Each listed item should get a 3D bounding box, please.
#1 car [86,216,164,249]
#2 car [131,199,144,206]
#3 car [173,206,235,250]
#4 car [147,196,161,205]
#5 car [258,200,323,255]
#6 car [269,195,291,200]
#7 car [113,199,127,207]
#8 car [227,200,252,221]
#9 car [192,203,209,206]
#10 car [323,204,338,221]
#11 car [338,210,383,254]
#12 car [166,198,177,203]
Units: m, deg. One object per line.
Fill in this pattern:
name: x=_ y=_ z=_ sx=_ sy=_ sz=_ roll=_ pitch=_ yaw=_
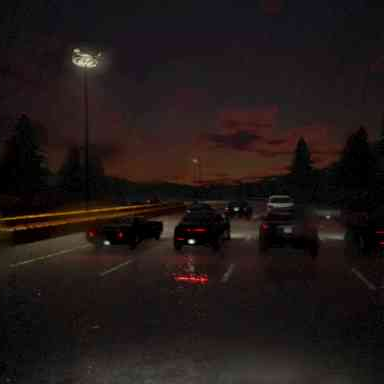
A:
car: x=-2.881 y=1.752 z=15.524 sx=1.895 sy=1.301 sz=4.718 roll=-1 pitch=0 yaw=14
car: x=-11.220 y=2.195 z=68.508 sx=1.994 sy=1.385 sz=4.181 roll=-1 pitch=0 yaw=2
car: x=0.565 y=1.604 z=14.876 sx=1.837 sy=1.490 sz=4.892 roll=-1 pitch=0 yaw=14
car: x=-7.722 y=1.817 z=68.559 sx=2.150 sy=2.045 sz=5.566 roll=-1 pitch=0 yaw=2
car: x=3.902 y=1.389 z=13.813 sx=2.097 sy=1.767 sz=4.553 roll=-1 pitch=-1 yaw=14
car: x=7.498 y=1.304 z=28.301 sx=2.150 sy=2.045 sz=5.566 roll=-1 pitch=0 yaw=14
car: x=-14.721 y=2.234 z=68.440 sx=2.033 sy=1.411 sz=5.357 roll=-1 pitch=0 yaw=2
car: x=4.121 y=1.494 z=29.217 sx=2.097 sy=1.767 sz=4.553 roll=-1 pitch=-1 yaw=14
car: x=0.799 y=1.726 z=30.352 sx=1.812 sy=1.442 sz=4.674 roll=-1 pitch=0 yaw=14
car: x=10.923 y=1.632 z=27.550 sx=1.895 sy=1.301 sz=4.718 roll=-1 pitch=0 yaw=14
car: x=7.359 y=1.492 z=13.195 sx=1.837 sy=1.490 sz=4.892 roll=-1 pitch=0 yaw=14
car: x=-4.217 y=2.018 z=68.657 sx=1.882 sy=1.535 sz=5.008 roll=-1 pitch=0 yaw=2
